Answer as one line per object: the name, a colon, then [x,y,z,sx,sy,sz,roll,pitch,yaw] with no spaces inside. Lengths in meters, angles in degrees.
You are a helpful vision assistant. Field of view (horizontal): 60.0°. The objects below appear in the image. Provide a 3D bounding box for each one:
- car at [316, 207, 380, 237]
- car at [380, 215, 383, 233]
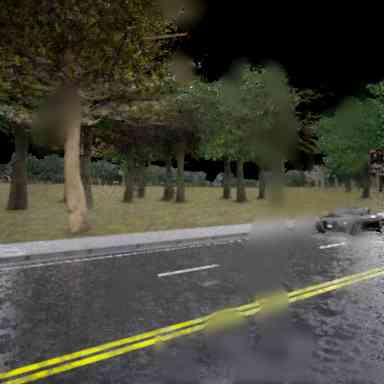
car: [8.479,1.498,17.716,4.181,1.385,1.994,0,0,-35]
car: [10.915,1.495,15.461,4.181,1.385,1.994,0,0,-35]
